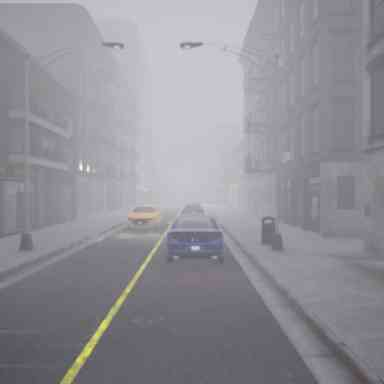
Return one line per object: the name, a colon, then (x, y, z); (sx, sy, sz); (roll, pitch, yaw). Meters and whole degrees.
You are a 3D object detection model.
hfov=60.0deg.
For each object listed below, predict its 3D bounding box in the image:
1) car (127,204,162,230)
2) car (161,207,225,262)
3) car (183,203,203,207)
car: (-3.090, 1.584, 22.336); (1.882, 1.535, 5.008); (0, 0, 0)
car: (0.103, 1.538, 12.420); (1.882, 1.535, 5.008); (0, 0, 0)
car: (0.108, 1.709, 30.653); (1.994, 1.385, 4.181); (0, 0, 0)
